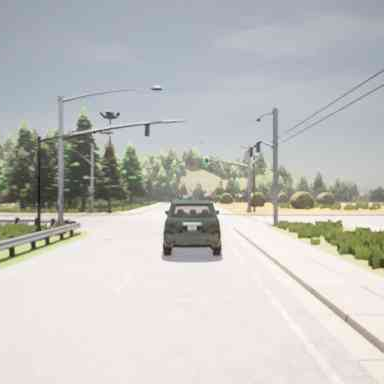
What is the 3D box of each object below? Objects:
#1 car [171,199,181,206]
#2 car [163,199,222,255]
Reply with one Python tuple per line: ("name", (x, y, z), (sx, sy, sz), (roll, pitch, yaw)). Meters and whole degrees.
("car", (-3.470, 2.253, 72.263), (1.994, 1.385, 4.181), (0, -1, 0))
("car", (0.008, 1.353, 14.004), (2.150, 2.045, 5.566), (0, 0, 0))
